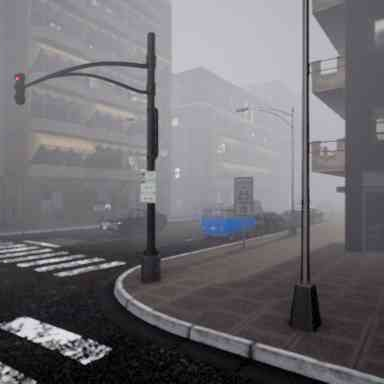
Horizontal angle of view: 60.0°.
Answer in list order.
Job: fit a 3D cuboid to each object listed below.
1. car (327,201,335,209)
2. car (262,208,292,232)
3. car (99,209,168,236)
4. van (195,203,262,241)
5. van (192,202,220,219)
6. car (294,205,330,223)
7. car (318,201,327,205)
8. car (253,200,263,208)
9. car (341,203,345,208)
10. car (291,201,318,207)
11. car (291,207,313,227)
[{"bbox_3d":[27.297,2.718,68.866,2.192,1.841,5.009,-1,-2,35],"label":"car"},{"bbox_3d":[5.243,2.030,23.436,1.947,1.339,4.313,-1,-2,35],"label":"car"},{"bbox_3d":[-3.552,1.806,20.980,2.128,1.511,4.902,0,-1,35],"label":"car"},{"bbox_3d":[2.170,1.698,18.828,1.690,1.788,3.998,-1,-2,35],"label":"van"},{"bbox_3d":[1.618,1.893,32.750,1.690,1.788,3.998,-1,-2,35],"label":"van"},{"bbox_3d":[11.662,2.228,32.465,2.008,1.369,4.403,-1,-2,35],"label":"car"},{"bbox_3d":[24.088,2.879,64.346,1.802,1.307,4.206,-1,-2,35],"label":"car"},{"bbox_3d":[5.194,1.820,33.273,2.150,2.045,5.566,0,0,35],"label":"car"},{"bbox_3d":[40.042,3.365,86.784,1.752,1.417,4.829,-1,-2,35],"label":"car"},{"bbox_3d":[16.146,2.284,48.509,2.150,2.045,5.566,0,-1,35],"label":"car"},{"bbox_3d":[8.452,2.152,27.949,1.802,1.307,4.206,-1,-2,35],"label":"car"}]
